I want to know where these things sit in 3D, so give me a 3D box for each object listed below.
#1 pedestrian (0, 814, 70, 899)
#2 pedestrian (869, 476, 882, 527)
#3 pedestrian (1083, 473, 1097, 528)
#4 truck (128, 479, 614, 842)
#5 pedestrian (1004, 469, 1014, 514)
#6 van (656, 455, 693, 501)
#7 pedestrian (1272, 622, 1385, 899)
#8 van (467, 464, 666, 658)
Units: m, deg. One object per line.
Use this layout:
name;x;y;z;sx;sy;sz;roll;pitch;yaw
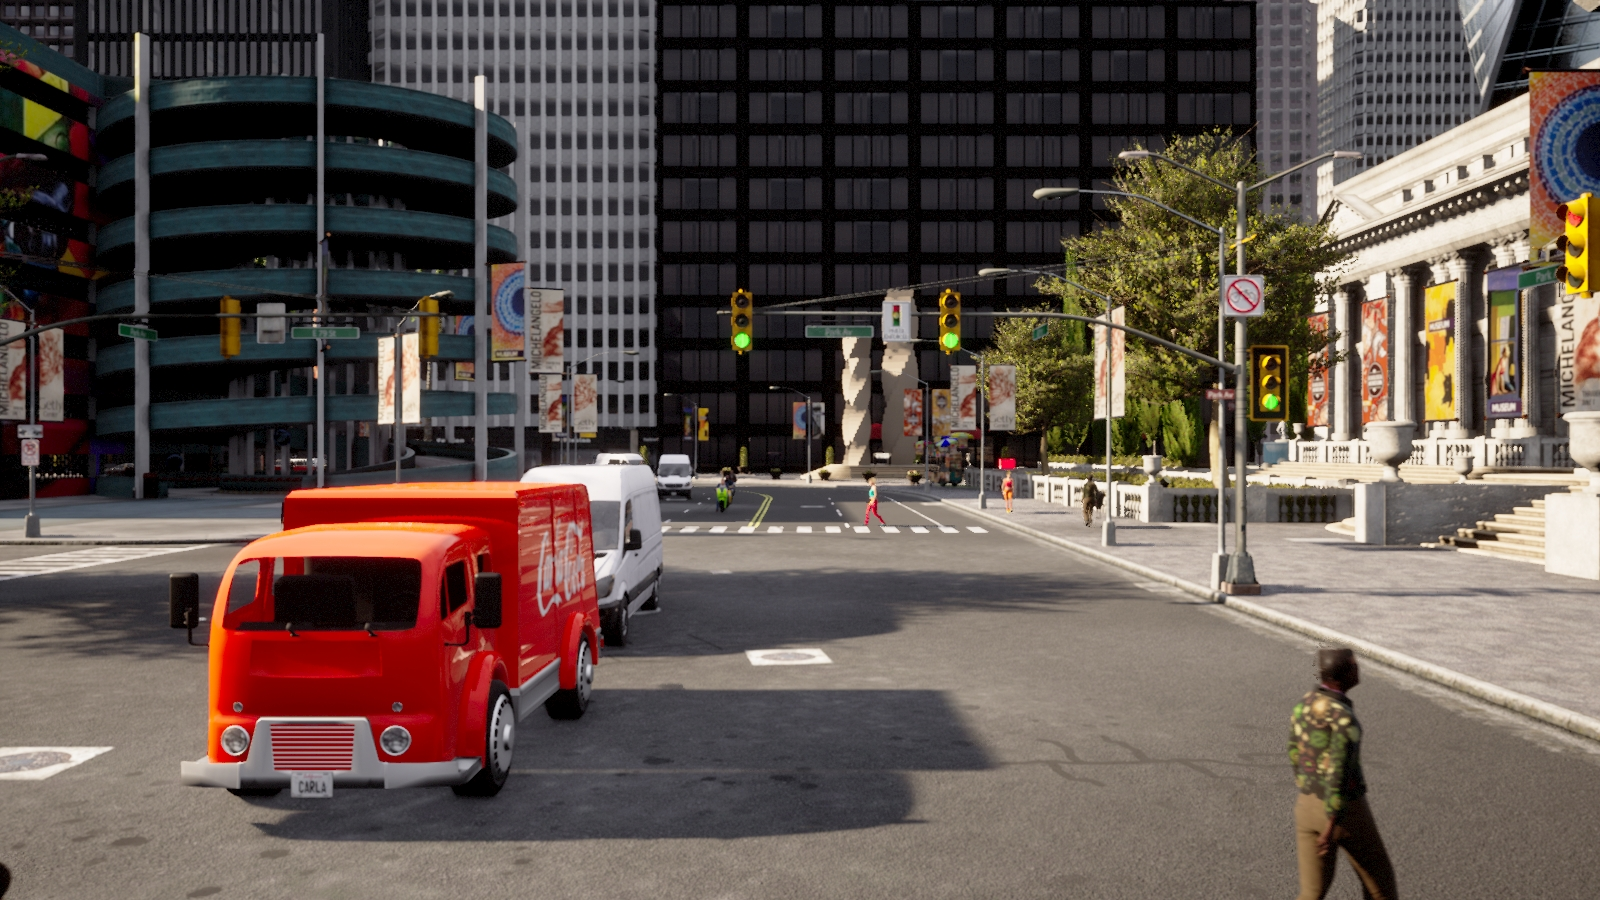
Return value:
pedestrian;-3.150;2.131;4.434;0.375;1.300;0.375;0;0;13
pedestrian;2.740;1.867;41.452;0.375;1.860;0.375;0;0;-7
pedestrian;9.874;1.713;38.907;0.375;1.860;0.375;0;0;4
truck;-3.495;1.573;10.782;2.627;2.467;5.204;0;0;0
pedestrian;8.679;1.715;47.434;0.375;1.860;0.375;0;0;5
van;-7.255;1.562;66.270;1.988;2.561;5.915;0;0;-5
pedestrian;2.728;1.853;5.914;0.375;1.860;0.375;0;0;-13
van;-3.505;1.543;18.402;1.988;2.561;5.915;0;0;0
